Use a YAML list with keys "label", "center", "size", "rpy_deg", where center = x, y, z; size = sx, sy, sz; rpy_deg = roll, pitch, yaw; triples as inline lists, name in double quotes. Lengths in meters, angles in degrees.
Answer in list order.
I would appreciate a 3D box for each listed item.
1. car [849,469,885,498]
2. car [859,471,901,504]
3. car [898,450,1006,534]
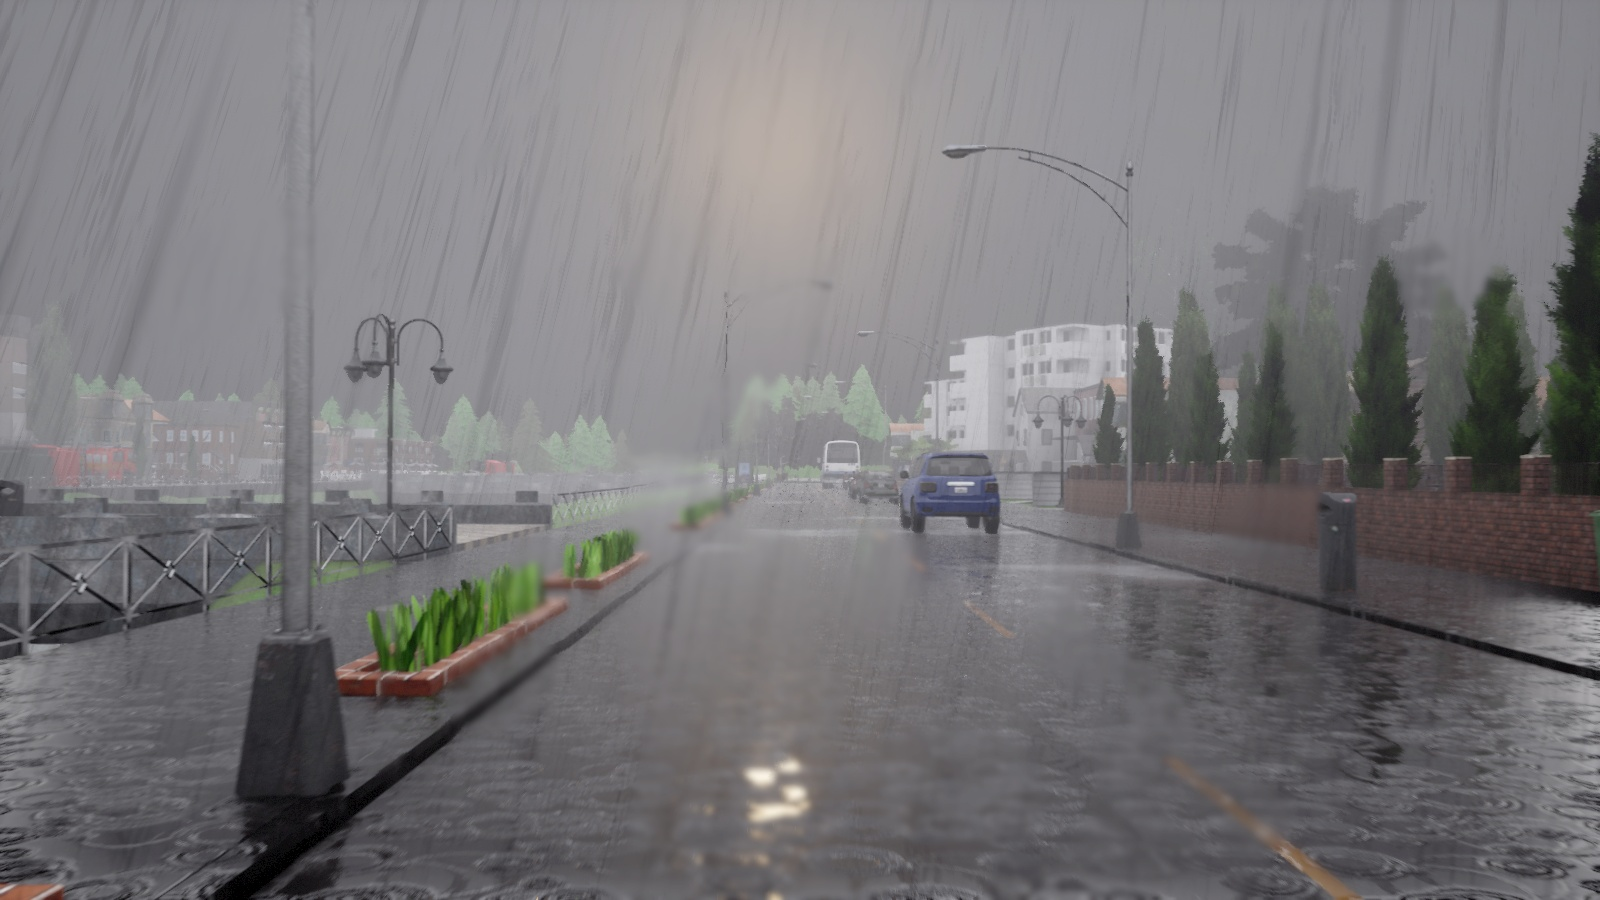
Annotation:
- label: "car"
  center: [3.830, 1.907, 72.270]
  size: [1.851, 1.617, 3.988]
  rpy_deg: [0, -1, 0]
- label: "car"
  center: [3.856, 1.802, 61.181]
  size: [1.789, 1.549, 3.705]
  rpy_deg: [0, -1, 0]
- label: "car"
  center: [3.921, 1.077, 33.391]
  size: [2.150, 2.045, 5.566]
  rpy_deg: [0, -1, 0]
